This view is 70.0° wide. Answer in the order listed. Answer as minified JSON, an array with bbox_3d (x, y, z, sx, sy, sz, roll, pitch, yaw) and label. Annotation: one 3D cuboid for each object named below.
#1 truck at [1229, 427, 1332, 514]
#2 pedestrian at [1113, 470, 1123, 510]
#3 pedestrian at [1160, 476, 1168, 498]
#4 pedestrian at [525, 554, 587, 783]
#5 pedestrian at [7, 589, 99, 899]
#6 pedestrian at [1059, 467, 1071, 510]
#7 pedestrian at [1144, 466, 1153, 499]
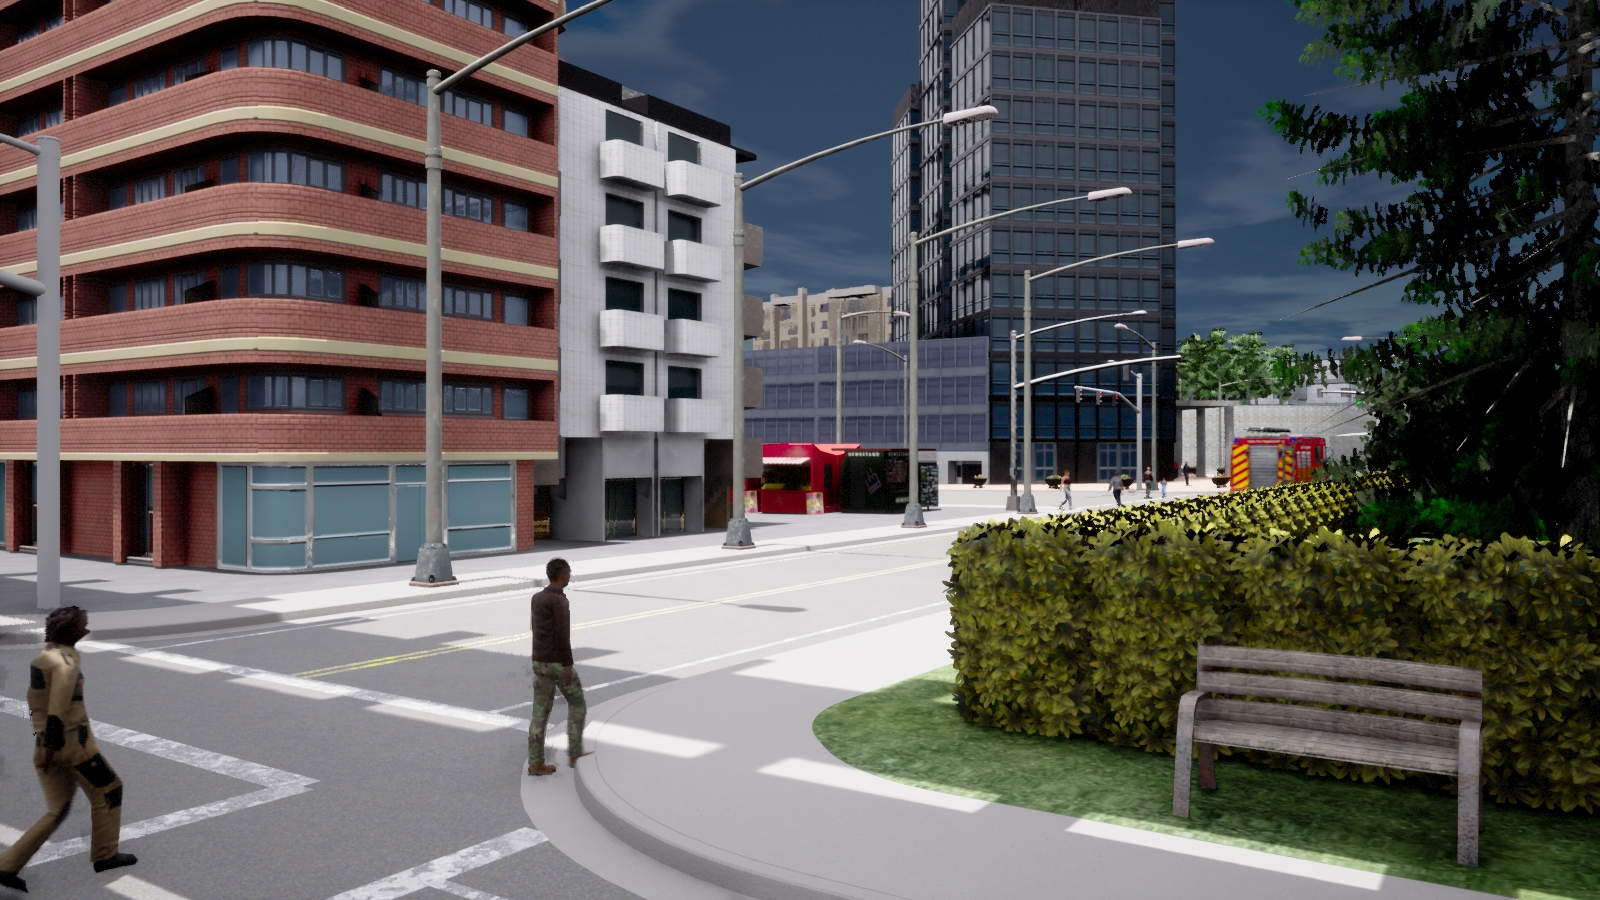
[{"bbox_3d":[22.883,0.901,54.147,2.891,3.827,8.468,0,0,34],"label":"truck"},{"bbox_3d":[14.798,1.873,53.173,0.375,1.860,0.375,0,0,5],"label":"pedestrian"},{"bbox_3d":[21.433,2.167,67.266,0.375,1.300,0.375,0,0,22],"label":"pedestrian"},{"bbox_3d":[-2.090,1.847,9.803,0.375,1.860,0.375,0,0,44],"label":"pedestrian"},{"bbox_3d":[-4.760,1.848,7.284,0.375,1.860,0.375,0,0,34],"label":"pedestrian"},{"bbox_3d":[11.604,1.698,50.032,0.375,1.860,0.375,0,0,-45],"label":"pedestrian"},{"bbox_3d":[20.262,1.891,66.426,0.375,1.860,0.375,0,0,34],"label":"pedestrian"}]
